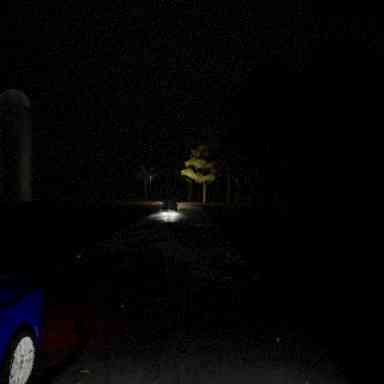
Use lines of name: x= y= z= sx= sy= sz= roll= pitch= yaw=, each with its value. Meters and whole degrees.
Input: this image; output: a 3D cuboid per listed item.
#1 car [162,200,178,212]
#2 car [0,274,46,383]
car: x=-2.921 y=1.897 z=44.582 sx=2.128 sy=1.511 sz=4.902 roll=0 pitch=-1 yaw=0
car: x=-2.853 y=1.500 z=2.337 sx=1.882 sy=1.535 sz=5.008 roll=0 pitch=-1 yaw=0
